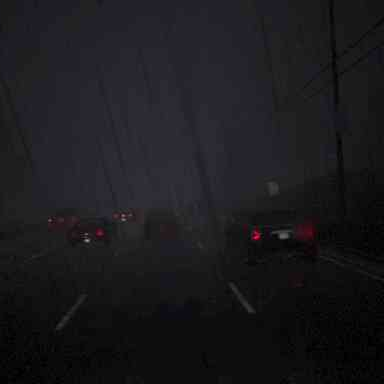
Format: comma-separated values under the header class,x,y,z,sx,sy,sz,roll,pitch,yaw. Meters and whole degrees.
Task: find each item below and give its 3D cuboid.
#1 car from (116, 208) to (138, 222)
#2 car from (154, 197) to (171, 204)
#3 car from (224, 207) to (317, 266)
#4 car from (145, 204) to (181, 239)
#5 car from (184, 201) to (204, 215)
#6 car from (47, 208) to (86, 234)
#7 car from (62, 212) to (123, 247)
class,x,y,z,sx,sy,sz,roll,pitch,yaw
car,-6.311,2.171,31.871,1.895,1.301,4.718,-3,0,-5
car,-4.280,1.801,48.605,2.150,2.045,5.566,-3,0,-5
car,2.451,1.302,11.637,2.097,1.767,4.553,-3,0,-5
car,-1.716,1.709,19.286,1.882,1.535,5.008,-3,0,-5
car,0.223,1.748,37.331,2.128,1.511,4.902,-3,0,-5
car,-9.255,2.032,25.229,2.097,1.767,4.553,-3,0,-5
car,-5.077,2.003,17.674,1.895,1.301,4.718,-3,0,-5
